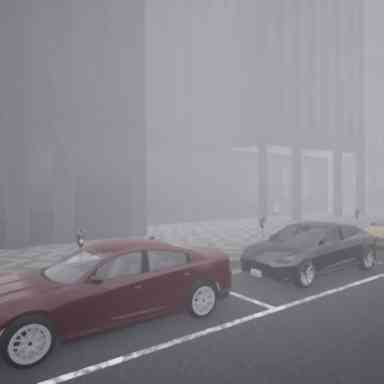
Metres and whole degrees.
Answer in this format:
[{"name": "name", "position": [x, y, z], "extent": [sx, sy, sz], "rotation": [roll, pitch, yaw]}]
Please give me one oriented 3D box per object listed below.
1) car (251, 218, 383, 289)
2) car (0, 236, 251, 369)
[{"name": "car", "position": [3.258, 1.478, 8.963], "extent": [4.313, 1.339, 1.947], "rotation": [-1, 0, -35]}, {"name": "car", "position": [-1.334, 1.521, 5.696], "extent": [4.507, 1.381, 1.887], "rotation": [-1, 0, -35]}]
